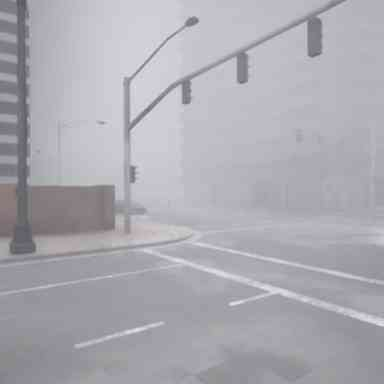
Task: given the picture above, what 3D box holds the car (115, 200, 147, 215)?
[{"bbox_3d":[-6.303,1.464,32.032,2.033,1.411,5.357,0,0,-36],"label":"car"}]
